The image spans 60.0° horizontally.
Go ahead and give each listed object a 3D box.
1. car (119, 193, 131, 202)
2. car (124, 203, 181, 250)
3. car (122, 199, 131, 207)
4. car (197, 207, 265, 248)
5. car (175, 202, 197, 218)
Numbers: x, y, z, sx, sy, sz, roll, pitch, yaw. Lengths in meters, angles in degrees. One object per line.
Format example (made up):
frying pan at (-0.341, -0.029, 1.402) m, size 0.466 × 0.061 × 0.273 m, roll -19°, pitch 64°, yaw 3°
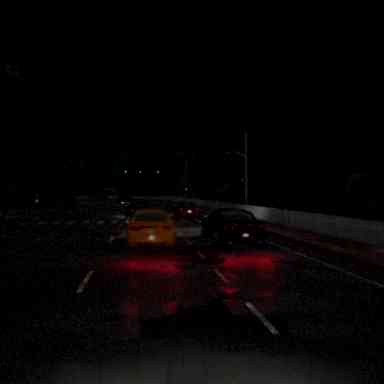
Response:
car at (-16.051, 1.271, 79.438) m, size 2.150 × 2.045 × 5.566 m, roll 0°, pitch 0°, yaw -18°
car at (-1.791, 1.479, 14.387) m, size 1.882 × 1.535 × 5.008 m, roll 0°, pitch 0°, yaw -8°
car at (-4.547, 1.576, 28.013) m, size 1.994 × 1.385 × 4.181 m, roll 0°, pitch 0°, yaw -17°
car at (1.668, 1.457, 14.917) m, size 1.882 × 1.535 × 5.008 m, roll 0°, pitch 0°, yaw -8°
car at (-0.470, 1.549, 28.809) m, size 1.994 × 1.385 × 4.181 m, roll 0°, pitch 0°, yaw -8°
